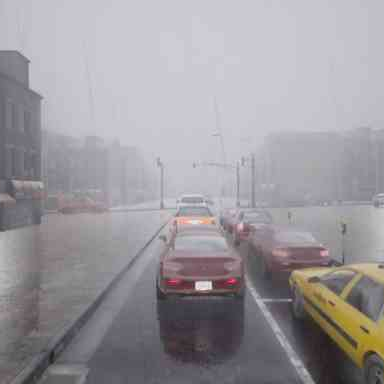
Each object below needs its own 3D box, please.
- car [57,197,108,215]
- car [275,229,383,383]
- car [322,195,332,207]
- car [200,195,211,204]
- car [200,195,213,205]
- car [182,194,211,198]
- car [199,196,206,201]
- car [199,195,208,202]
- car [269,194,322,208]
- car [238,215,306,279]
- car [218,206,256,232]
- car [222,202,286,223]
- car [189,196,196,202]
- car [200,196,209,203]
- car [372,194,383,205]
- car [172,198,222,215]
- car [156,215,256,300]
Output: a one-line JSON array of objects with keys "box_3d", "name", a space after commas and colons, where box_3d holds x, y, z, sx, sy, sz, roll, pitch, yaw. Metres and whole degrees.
[{"box_3d": [-12.531, 1.604, 38.245, 5.566, 2.045, 2.150, -2, 0, 1], "name": "car"}, {"box_3d": [2.639, 1.524, 4.476, 1.752, 1.417, 4.829, 0, 0, 0], "name": "car"}, {"box_3d": [14.792, 1.096, 41.200, 4.892, 1.490, 1.837, -2, 0, 0], "name": "car"}, {"box_3d": [2.725, 1.473, 68.855, 2.192, 1.841, 5.009, -1, 0, 0], "name": "car"}, {"box_3d": [2.718, 1.449, 63.452, 2.192, 1.841, 5.009, -1, 0, 0], "name": "car"}, {"box_3d": [0.070, 1.235, 25.747, 2.150, 2.045, 5.566, 0, 0, 1], "name": "car"}, {"box_3d": [2.758, 1.798, 90.633, 1.752, 1.417, 4.829, -1, 0, 0], "name": "car"}, {"box_3d": [2.742, 1.652, 79.659, 1.967, 1.590, 4.097, -1, 0, 0], "name": "car"}, {"box_3d": [11.523, 1.237, 38.246, 5.357, 1.411, 2.033, -1, 0, 0], "name": "car"}, {"box_3d": [2.647, 1.581, 9.773, 1.802, 1.307, 4.206, 0, 0, 0], "name": "car"}, {"box_3d": [2.662, 1.588, 20.706, 1.802, 1.307, 4.206, 0, 0, 0], "name": "car"}, {"box_3d": [2.654, 1.442, 15.240, 1.967, 1.590, 4.097, 0, 0, 0], "name": "car"}, {"box_3d": [0.118, 1.722, 83.109, 1.837, 1.490, 4.892, 0, 0, 0], "name": "car"}, {"box_3d": [2.734, 1.625, 74.256, 1.967, 1.590, 4.097, -1, 0, 0], "name": "car"}, {"box_3d": [25.469, 0.536, 41.207, 5.566, 2.045, 2.150, -2, 0, 0], "name": "car"}, {"box_3d": [0.108, 1.354, 15.651, 2.097, 1.767, 4.553, 0, 0, 0], "name": "car"}, {"box_3d": [0.133, 1.525, 8.295, 1.812, 1.442, 4.674, 0, 0, -2], "name": "car"}]
